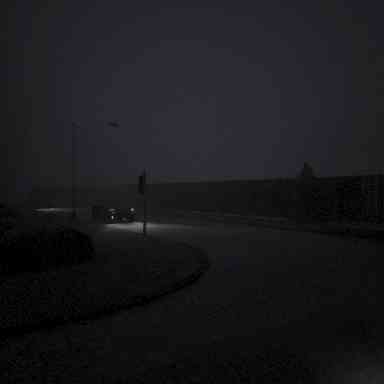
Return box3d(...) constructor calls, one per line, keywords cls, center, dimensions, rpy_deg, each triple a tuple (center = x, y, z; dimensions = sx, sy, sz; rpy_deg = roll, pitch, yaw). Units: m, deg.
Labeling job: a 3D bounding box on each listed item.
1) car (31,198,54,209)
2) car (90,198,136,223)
box3d(cls="car", center=(-20.569, 1.538, 45.582), dimensions=(2.033, 1.411, 5.357), rpy_deg=(0, 0, -40))
box3d(cls="car", center=(-6.050, 1.343, 25.288), dimensions=(2.097, 1.767, 4.553), rpy_deg=(0, 0, -36))
